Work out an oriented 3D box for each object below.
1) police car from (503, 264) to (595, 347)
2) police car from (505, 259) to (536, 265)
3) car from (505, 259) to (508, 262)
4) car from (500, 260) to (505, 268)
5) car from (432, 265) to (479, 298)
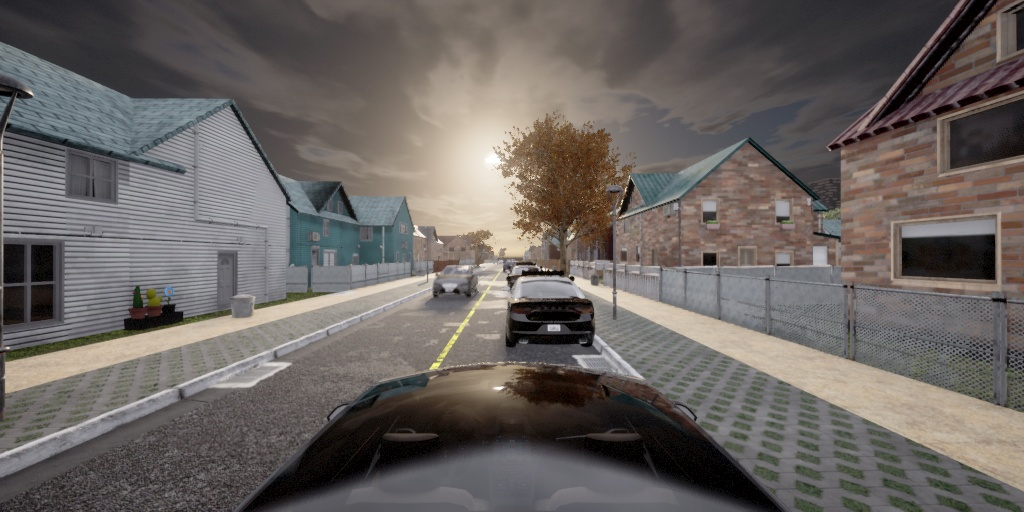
[{"bbox_3d":[0.796,1.178,9.476,1.930,1.638,5.238,0,0,0],"label":"police car"},{"bbox_3d":[0.757,1.184,19.476,1.930,1.638,5.238,0,0,0],"label":"police car"},{"bbox_3d":[0.733,1.113,25.336,2.097,1.767,4.553,0,0,0],"label":"car"},{"bbox_3d":[-0.141,1.214,49.072,2.097,1.767,4.553,0,0,0],"label":"car"},{"bbox_3d":[-2.814,1.249,18.531,2.128,1.511,4.902,0,0,0],"label":"car"}]
